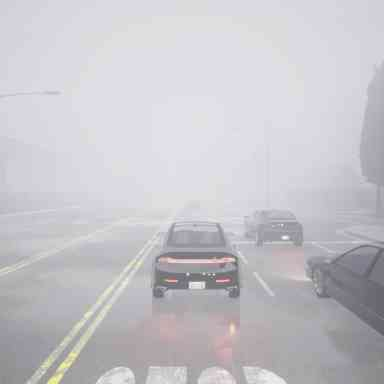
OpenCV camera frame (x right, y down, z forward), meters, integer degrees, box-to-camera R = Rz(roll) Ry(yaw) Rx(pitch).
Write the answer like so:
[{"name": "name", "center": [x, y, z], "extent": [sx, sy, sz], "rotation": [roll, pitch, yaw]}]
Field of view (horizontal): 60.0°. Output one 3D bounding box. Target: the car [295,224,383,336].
[{"name": "car", "center": [3.592, 1.547, 5.452], "extent": [2.033, 1.411, 5.357], "rotation": [0, 0, 0]}]

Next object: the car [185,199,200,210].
[{"name": "car", "center": [0.032, 1.601, 42.500], "extent": [1.895, 1.301, 4.718], "rotation": [0, 0, 0]}]

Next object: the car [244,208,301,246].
[{"name": "car", "center": [3.576, 1.505, 15.199], "extent": [1.837, 1.490, 4.892], "rotation": [0, 0, 0]}]

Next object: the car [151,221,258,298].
[{"name": "car", "center": [0.087, 1.492, 8.500], "extent": [2.128, 1.511, 4.902], "rotation": [0, 0, 0]}]
